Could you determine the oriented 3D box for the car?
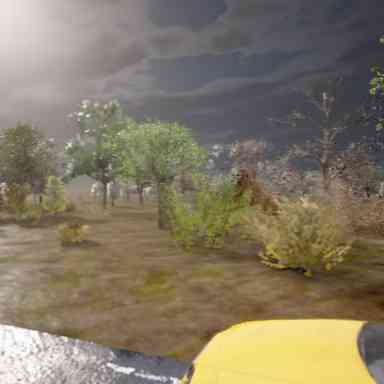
[{"bbox_3d":[2.460,1.500,2.345,5.366,1.575,1.801,0,-1,22],"label":"car"}]
